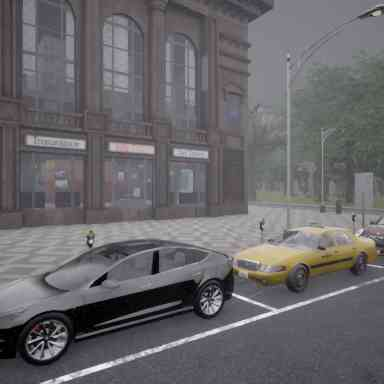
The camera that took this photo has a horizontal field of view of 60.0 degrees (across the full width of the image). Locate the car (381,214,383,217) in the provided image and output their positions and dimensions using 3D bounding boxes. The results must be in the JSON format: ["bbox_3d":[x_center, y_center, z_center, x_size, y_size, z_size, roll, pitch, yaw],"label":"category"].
[{"bbox_3d":[7.676,1.441,12.144,4.097,1.590,1.967,0,0,-36],"label":"car"}]

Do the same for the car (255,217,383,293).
[{"bbox_3d":[3.115,1.526,8.882,4.829,1.417,1.752,0,0,-36],"label":"car"}]

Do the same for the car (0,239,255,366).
[{"bbox_3d":[-1.170,1.566,5.818,4.313,1.339,1.947,0,0,-36],"label":"car"}]
